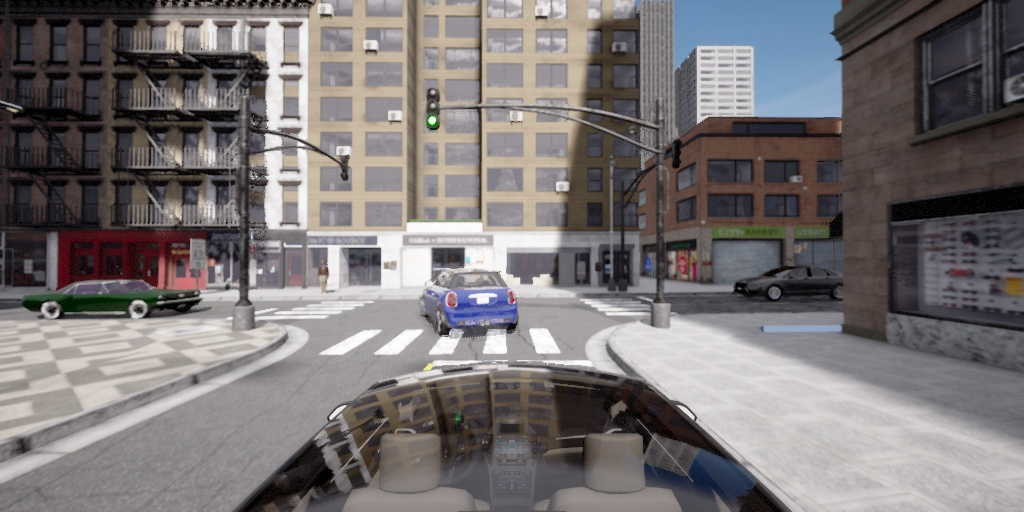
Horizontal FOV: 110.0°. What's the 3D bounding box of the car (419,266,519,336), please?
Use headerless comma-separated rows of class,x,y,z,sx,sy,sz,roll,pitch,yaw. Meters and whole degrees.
car,-1.494,1.156,10.985,2.097,1.767,4.553,0,-1,-21

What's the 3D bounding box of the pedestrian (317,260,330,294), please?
pedestrian,-10.157,1.085,19.289,0.375,1.860,0.375,0,0,-1

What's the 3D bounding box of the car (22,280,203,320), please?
car,-14.198,1.519,12.997,4.718,1.301,1.895,0,-1,-1

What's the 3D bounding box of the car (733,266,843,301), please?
car,12.887,1.217,16.543,4.892,1.490,1.837,-1,-1,-1
